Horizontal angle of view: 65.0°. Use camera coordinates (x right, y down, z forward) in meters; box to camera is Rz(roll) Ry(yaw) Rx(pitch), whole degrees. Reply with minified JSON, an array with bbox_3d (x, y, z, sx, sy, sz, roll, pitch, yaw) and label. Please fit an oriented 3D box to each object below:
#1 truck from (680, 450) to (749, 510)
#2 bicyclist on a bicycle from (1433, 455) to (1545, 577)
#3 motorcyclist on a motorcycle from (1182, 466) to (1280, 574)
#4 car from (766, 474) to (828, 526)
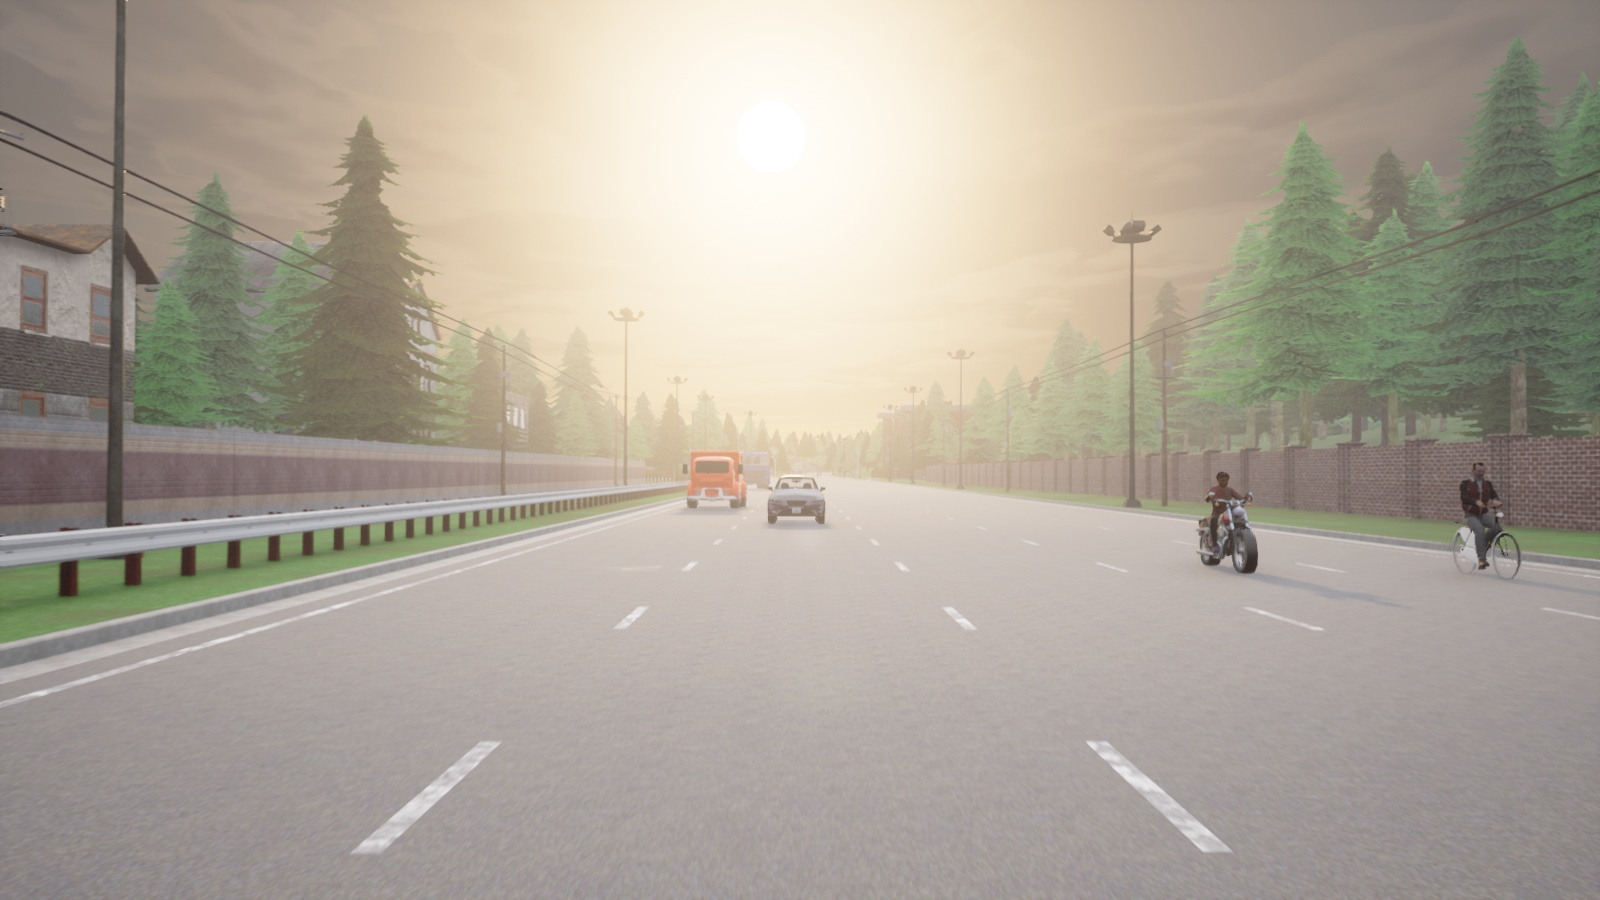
[{"bbox_3d":[-3.636,1.285,54.205,2.627,2.467,5.204,0,-1,0],"label":"truck"},{"bbox_3d":[10.452,0.975,19.133,0.659,1.776,1.843,0,-1,0],"label":"bicyclist on a bicycle"},{"bbox_3d":[6.952,1.091,20.406,0.766,1.649,2.350,0,-1,0],"label":"motorcyclist on a motorcycle"},{"bbox_3d":[-0.096,1.498,38.651,1.816,1.474,4.193,0,-1,0],"label":"car"}]
